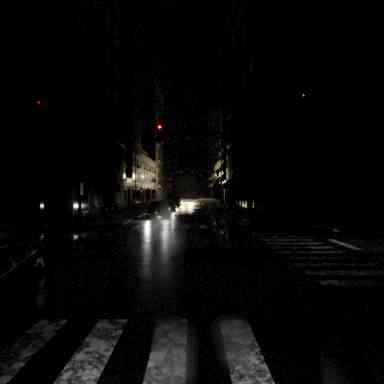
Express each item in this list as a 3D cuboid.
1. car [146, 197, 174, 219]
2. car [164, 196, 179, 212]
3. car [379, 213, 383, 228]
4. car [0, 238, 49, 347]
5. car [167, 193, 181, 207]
[{"bbox_3d":[-2.867,1.497,29.293,1.837,1.490,4.892,0,0,0],"label":"car"},{"bbox_3d":[-2.866,1.511,39.159,1.812,1.442,4.674,0,0,0],"label":"car"},{"bbox_3d":[12.337,1.282,16.900,5.009,1.841,2.192,0,0,0],"label":"car"},{"bbox_3d":[-3.463,1.493,4.761,2.128,1.511,4.902,0,0,-10],"label":"car"},{"bbox_3d":[-2.877,1.197,49.559,2.150,2.045,5.566,0,0,0],"label":"car"}]
